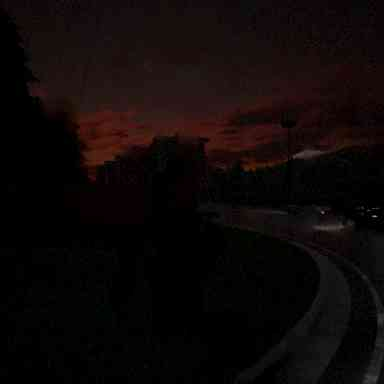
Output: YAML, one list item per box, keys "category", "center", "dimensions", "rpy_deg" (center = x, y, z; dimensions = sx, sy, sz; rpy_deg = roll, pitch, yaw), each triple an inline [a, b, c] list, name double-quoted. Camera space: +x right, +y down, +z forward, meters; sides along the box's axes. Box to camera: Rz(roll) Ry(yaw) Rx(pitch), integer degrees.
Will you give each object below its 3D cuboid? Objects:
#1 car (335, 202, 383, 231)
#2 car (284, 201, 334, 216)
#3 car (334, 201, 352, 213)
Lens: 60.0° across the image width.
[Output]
- category: "car"
  center: [10.555, 1.514, 18.086]
  dimensions: [1.837, 1.490, 4.892]
  rpy_deg: [0, 0, -25]
- category: "car"
  center: [11.316, 1.615, 33.158]
  dimensions: [1.895, 1.301, 4.718]
  rpy_deg: [0, 0, -25]
- category: "car"
  center: [14.985, 1.563, 33.563]
  dimensions: [2.033, 1.411, 5.357]
  rpy_deg: [0, 0, -25]
